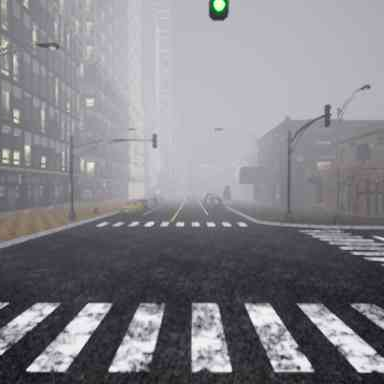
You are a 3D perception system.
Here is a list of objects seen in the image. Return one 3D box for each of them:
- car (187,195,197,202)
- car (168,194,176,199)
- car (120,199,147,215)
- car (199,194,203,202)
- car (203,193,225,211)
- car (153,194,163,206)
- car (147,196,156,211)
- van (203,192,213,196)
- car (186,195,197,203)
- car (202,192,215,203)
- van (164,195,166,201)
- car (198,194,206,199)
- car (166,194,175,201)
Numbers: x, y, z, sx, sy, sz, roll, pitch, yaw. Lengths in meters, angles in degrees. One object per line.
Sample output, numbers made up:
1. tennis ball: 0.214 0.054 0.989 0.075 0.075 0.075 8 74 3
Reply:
1. car: -0.020 1.265 69.666 1.895 1.301 4.718 0 0 0
2. car: -5.696 1.228 94.787 1.947 1.339 4.313 -1 0 0
3. car: -5.849 1.407 32.532 1.752 1.417 4.829 -1 0 0
4. car: 2.660 1.135 49.581 2.192 1.841 5.009 -1 0 0
5. car: 2.666 1.300 38.294 1.967 1.590 4.097 -1 0 0
6. car: -5.683 1.386 49.635 1.947 1.339 4.313 -1 0 0
7. car: -5.679 1.427 38.346 1.947 1.339 4.313 -1 0 0
8. van: 2.662 1.181 43.938 1.690 1.788 3.998 -1 0 0
9. car: -0.018 1.273 60.473 2.128 1.511 4.902 0 0 0
10. car: 3.088 0.995 64.231 2.150 2.045 5.566 0 0 0
11. van: -5.688 1.141 55.278 1.690 1.788 3.998 -1 0 0
12. car: 2.653 1.247 89.091 1.947 1.339 4.313 -1 0 0
13. car: -5.691 1.247 77.685 1.752 1.417 4.829 -1 0 0
